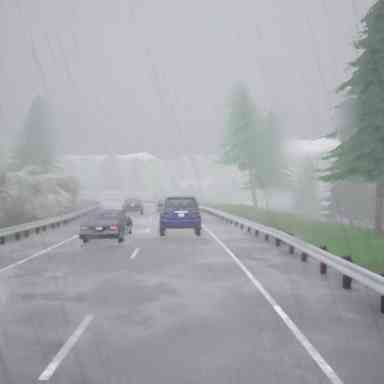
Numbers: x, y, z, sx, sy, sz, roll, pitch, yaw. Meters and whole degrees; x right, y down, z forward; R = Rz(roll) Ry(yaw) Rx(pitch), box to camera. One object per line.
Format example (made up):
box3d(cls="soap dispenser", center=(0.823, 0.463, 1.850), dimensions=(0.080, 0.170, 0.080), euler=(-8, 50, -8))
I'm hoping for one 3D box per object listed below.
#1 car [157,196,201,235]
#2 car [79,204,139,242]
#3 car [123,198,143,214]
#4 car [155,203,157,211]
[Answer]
box3d(cls="car", center=(-0.738, 1.224, 18.956), dimensions=(2.150, 2.045, 5.566), euler=(0, 0, -5))
box3d(cls="car", center=(-4.032, 1.555, 16.290), dimensions=(2.033, 1.411, 5.357), euler=(0, 0, -4))
box3d(cls="car", center=(-6.241, 1.364, 35.209), dimensions=(2.097, 1.767, 4.553), euler=(0, 0, -9))
box3d(cls="car", center=(-3.170, 1.554, 38.113), dimensions=(2.033, 1.411, 5.357), euler=(0, 0, -11))
